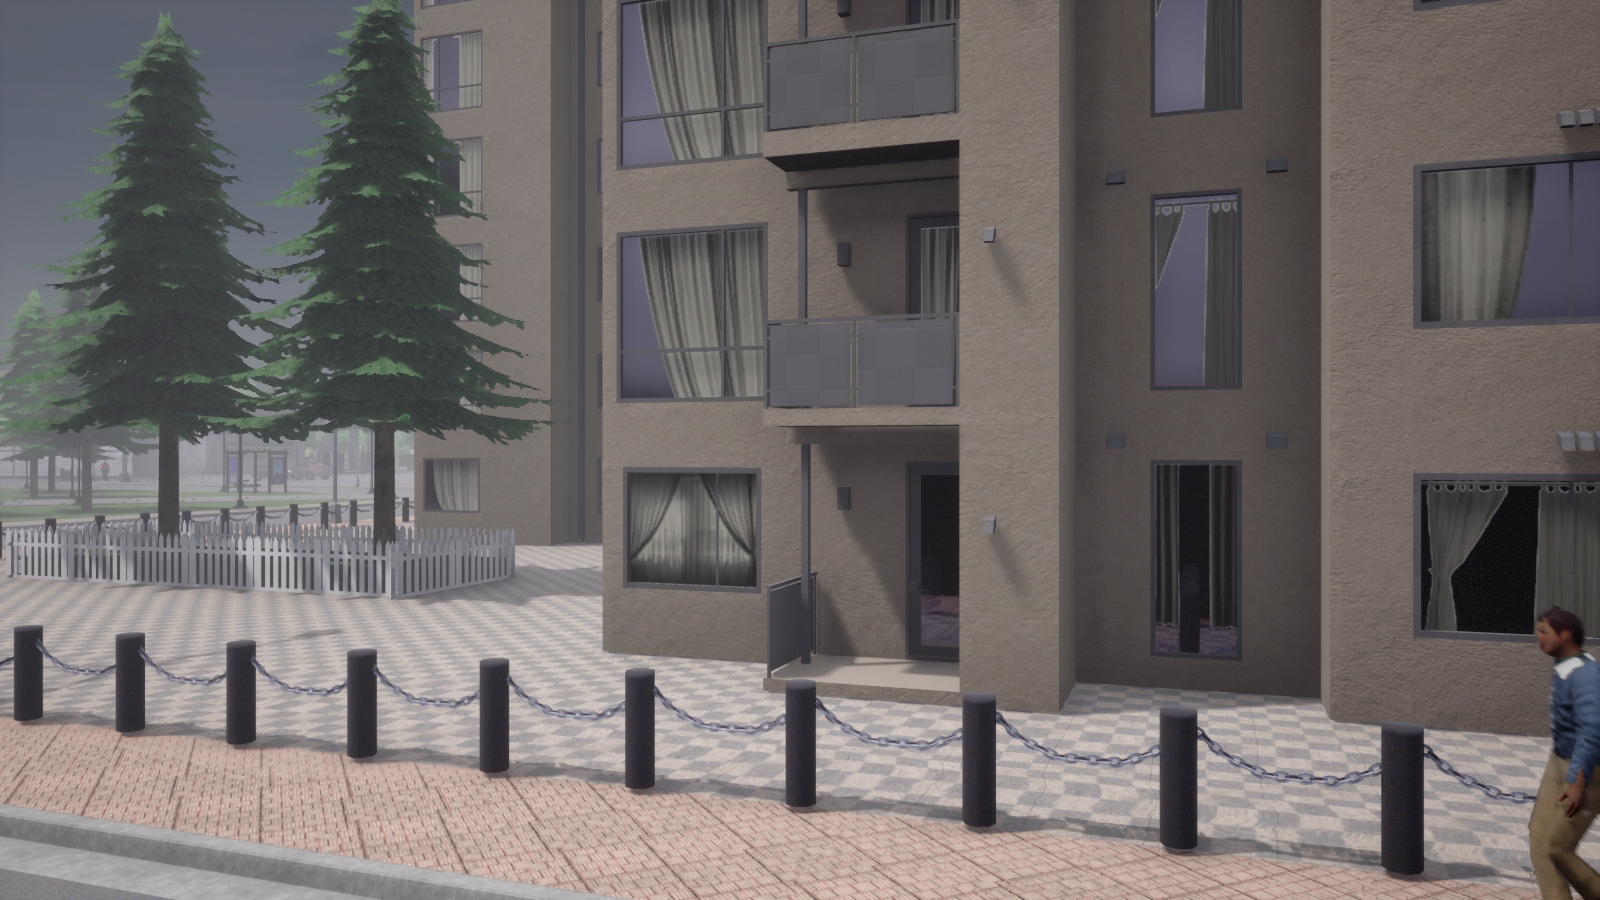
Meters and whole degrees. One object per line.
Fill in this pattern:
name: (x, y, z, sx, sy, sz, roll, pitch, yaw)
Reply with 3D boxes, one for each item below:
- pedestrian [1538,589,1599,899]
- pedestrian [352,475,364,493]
pedestrian: (4.172, 1.694, 6.045, 0.375, 1.860, 0.375, 0, 0, 19)
pedestrian: (-26.941, 2.072, 69.641, 0.500, 1.100, 0.500, 0, 0, 22)
